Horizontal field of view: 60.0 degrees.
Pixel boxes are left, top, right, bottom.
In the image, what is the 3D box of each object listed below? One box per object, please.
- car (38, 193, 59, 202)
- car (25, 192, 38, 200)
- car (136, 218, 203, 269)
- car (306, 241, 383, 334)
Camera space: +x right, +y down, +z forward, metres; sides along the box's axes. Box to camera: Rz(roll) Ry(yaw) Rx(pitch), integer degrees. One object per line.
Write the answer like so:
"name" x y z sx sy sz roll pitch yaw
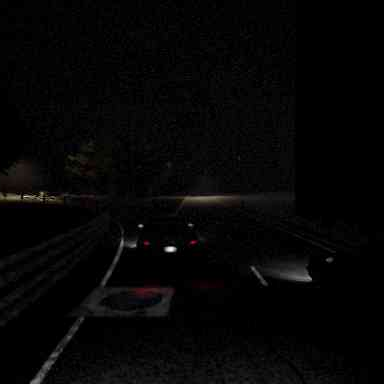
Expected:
"car" -26.681 0.907 62.825 4.553 1.767 2.097 1 1 44
"car" -33.797 0.789 70.238 2.128 1.511 4.902 0 1 -39
"car" -0.863 1.561 11.215 1.994 1.385 4.181 0 0 -8
"car" 3.620 1.540 5.481 2.033 1.411 5.357 0 0 0
